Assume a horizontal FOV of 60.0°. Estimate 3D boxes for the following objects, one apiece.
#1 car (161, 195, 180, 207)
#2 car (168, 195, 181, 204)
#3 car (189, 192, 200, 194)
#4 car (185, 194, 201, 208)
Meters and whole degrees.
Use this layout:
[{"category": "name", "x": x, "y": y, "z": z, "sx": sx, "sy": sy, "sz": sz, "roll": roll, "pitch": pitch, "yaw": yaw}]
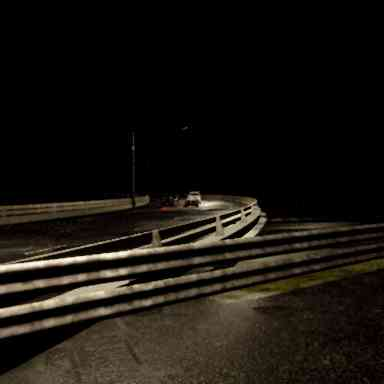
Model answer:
[{"category": "car", "x": -3.322, "y": 1.346, "z": 47.956, "sx": 1.837, "sy": 1.490, "sz": 4.892, "roll": 0, "pitch": 0, "yaw": 4}, {"category": "car", "x": -3.151, "y": 1.296, "z": 57.949, "sx": 2.128, "sy": 1.511, "sz": 4.902, "roll": 0, "pitch": 0, "yaw": -5}, {"category": "car", "x": 0.370, "y": 1.018, "z": 56.283, "sx": 2.150, "sy": 2.045, "sz": 5.566, "roll": 0, "pitch": 0, "yaw": -2}, {"category": "car", "x": 0.038, "y": 1.384, "z": 45.656, "sx": 2.033, "sy": 1.411, "sz": 5.357, "roll": 0, "pitch": 0, "yaw": 4}]
